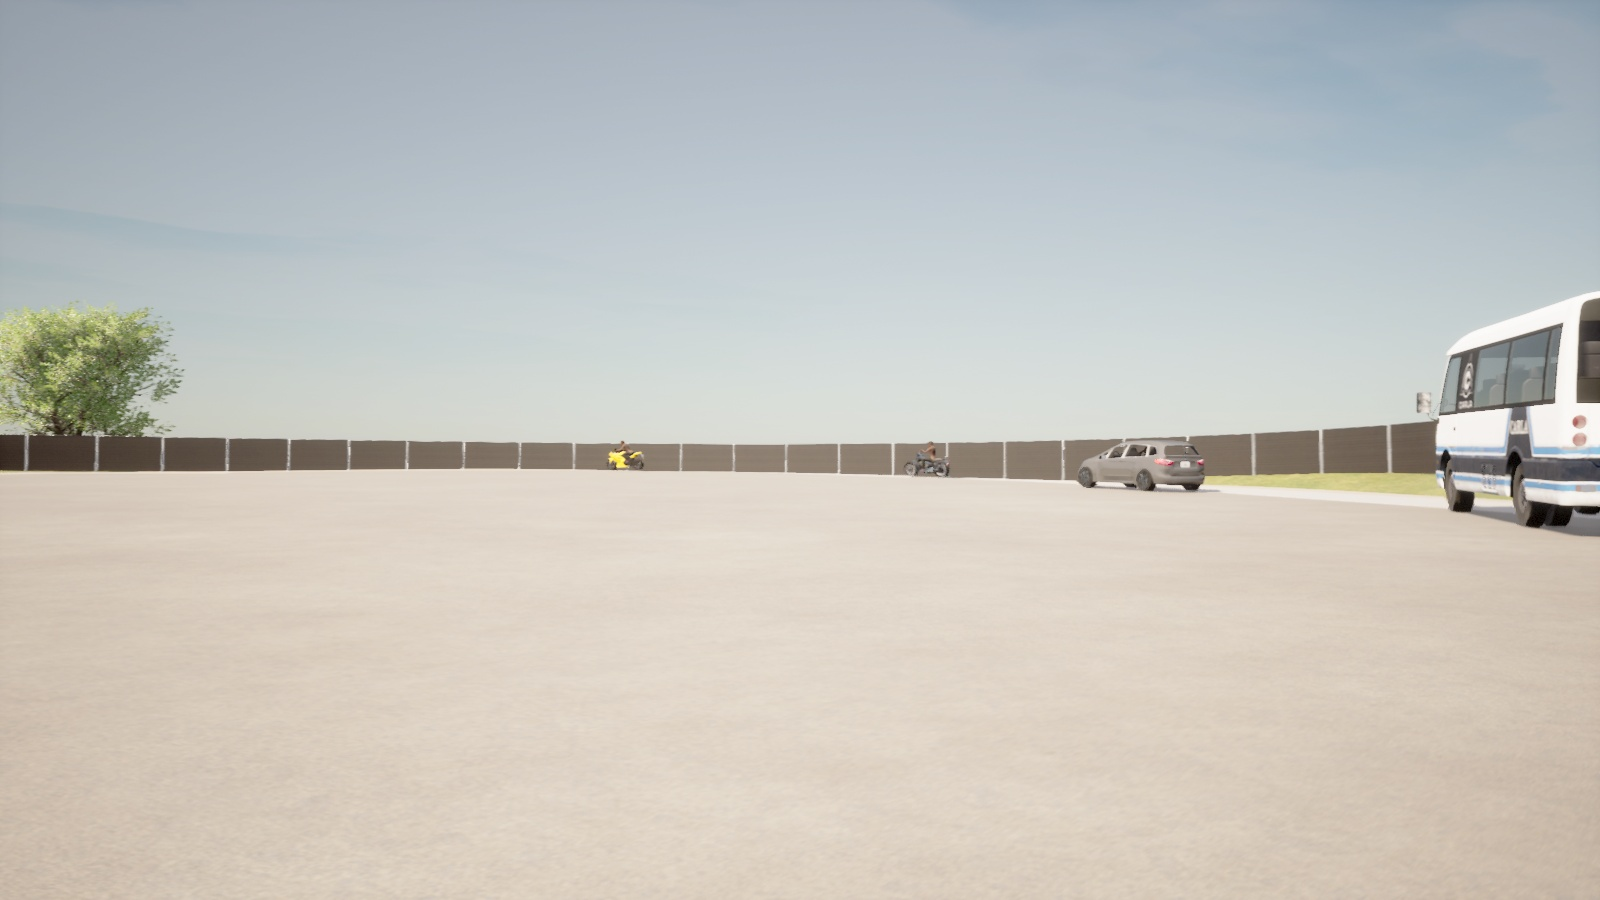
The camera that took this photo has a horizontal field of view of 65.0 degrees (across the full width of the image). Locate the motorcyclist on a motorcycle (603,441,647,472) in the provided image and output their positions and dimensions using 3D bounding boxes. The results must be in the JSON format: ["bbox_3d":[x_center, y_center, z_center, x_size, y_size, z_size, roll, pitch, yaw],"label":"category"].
[{"bbox_3d":[-8.673,0.321,62.230,2.044,1.523,0.797,0,-1,16],"label":"motorcyclist on a motorcycle"}]

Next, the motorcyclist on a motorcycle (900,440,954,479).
[{"bbox_3d":[5.540,0.393,54.879,2.350,1.649,0.766,0,0,41],"label":"motorcyclist on a motorcycle"}]

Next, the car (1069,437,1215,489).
[{"bbox_3d":[11.431,0.388,42.339,2.242,1.667,4.611,0,0,-26],"label":"car"}]

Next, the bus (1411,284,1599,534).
[{"bbox_3d":[15.900,-0.722,26.125,3.944,4.253,10.273,0,0,15],"label":"bus"}]
